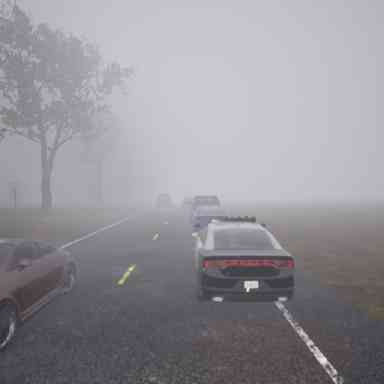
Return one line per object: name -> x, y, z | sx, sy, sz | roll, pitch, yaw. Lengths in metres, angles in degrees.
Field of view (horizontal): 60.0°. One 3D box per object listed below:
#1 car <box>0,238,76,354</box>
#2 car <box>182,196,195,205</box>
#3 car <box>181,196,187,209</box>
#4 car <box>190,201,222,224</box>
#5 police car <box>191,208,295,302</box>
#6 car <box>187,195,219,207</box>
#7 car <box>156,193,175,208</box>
car -> -3.615, 1.562, 5.892 | 1.994, 1.385, 4.181 | 0, 0, 0
car -> -0.638, 1.511, 58.885 | 2.128, 1.511, 4.902 | 0, 0, -1
car -> -0.367, 1.362, 45.835 | 2.097, 1.767, 4.553 | 0, 0, 0
car -> 0.981, 1.475, 18.327 | 1.882, 1.535, 5.008 | 0, 0, 0
police car -> 1.034, 1.423, 8.427 | 1.930, 1.638, 5.238 | 0, 0, 0
car -> 0.933, 1.222, 24.363 | 2.150, 2.045, 5.566 | 0, 0, -1
car -> -4.043, 1.232, 48.811 | 2.150, 2.045, 5.566 | 0, 0, -1
